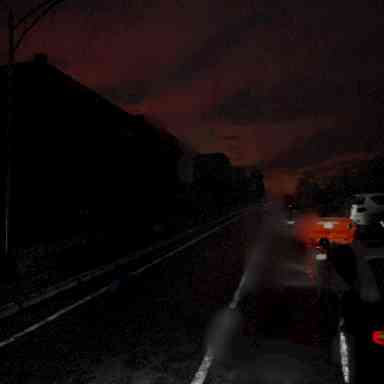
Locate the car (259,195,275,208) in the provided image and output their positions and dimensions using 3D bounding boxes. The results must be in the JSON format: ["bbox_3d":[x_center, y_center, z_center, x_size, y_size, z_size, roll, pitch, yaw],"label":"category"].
[{"bbox_3d":[12.091,1.466,53.227,2.150,2.045,5.566,-2,-1,16],"label":"car"}]

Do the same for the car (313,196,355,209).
[{"bbox_3d":[18.760,1.351,44.227,4.892,1.521,2.231,-2,-1,16],"label":"car"}]

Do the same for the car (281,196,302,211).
[{"bbox_3d":[11.972,1.588,40.557,1.994,1.385,4.181,-2,-1,16],"label":"car"}]

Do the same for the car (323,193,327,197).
[{"bbox_3d":[14.961,1.159,30.741,4.553,1.767,2.185,-2,-1,16],"label":"car"}]

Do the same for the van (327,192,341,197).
[{"bbox_3d":[14.124,1.058,28.063,4.442,1.987,1.878,-2,-1,16],"label":"van"}]

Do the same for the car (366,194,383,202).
[{"bbox_3d":[39.786,1.289,70.791,4.674,1.452,2.002,-2,-1,16],"label":"car"}]

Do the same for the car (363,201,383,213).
[{"bbox_3d":[10.485,1.258,14.521,4.892,1.521,2.231,-2,-1,16],"label":"car"}]

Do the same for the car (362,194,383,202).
[{"bbox_3d":[40.642,1.284,73.821,5.008,1.535,2.097,-2,-1,16],"label":"car"}]

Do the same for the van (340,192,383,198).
[{"bbox_3d":[12.846,1.040,22.599,4.442,1.987,1.878,-2,-1,16],"label":"van"}]

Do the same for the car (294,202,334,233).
[{"bbox_3d":[7.301,1.456,20.337,1.837,1.490,4.892,-2,-1,16],"label":"car"}]

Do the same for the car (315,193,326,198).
[{"bbox_3d":[15.767,1.040,33.424,5.566,2.045,2.435,-2,-1,16],"label":"car"}]

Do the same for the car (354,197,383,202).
[{"bbox_3d":[11.985,1.265,19.928,5.008,1.535,2.097,-2,-1,16],"label":"car"}]

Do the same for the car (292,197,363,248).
[{"bbox_3d":[5.672,1.294,14.522,2.097,1.767,4.553,-2,-1,16],"label":"car"}]

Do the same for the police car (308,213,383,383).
[{"bbox_3d":[3.019,1.368,5.004,1.930,1.638,5.238,-2,0,16],"label":"police car"}]

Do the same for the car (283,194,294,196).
[{"bbox_3d":[15.907,1.388,54.805,2.150,2.045,5.566,-2,-1,16],"label":"car"}]
